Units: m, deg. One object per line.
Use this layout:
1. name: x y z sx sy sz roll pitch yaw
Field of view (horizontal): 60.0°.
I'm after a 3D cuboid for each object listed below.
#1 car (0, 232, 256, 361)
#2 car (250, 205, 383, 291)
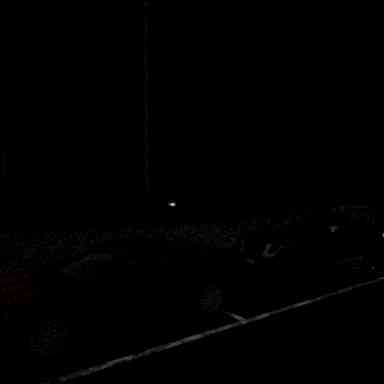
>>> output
1. car: -1.181 1.542 5.920 4.507 1.381 1.887 0 0 -35
2. car: 3.412 1.304 9.192 5.009 1.841 2.192 0 0 -35
